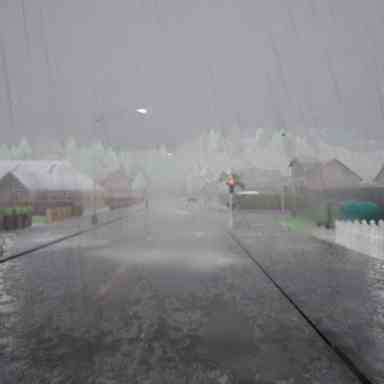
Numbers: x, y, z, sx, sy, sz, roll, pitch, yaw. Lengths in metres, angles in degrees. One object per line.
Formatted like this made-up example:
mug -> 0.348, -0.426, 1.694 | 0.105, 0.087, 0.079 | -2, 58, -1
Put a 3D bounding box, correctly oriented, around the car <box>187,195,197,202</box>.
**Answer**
car -> 0.024, 1.531, 74.794 | 1.837, 1.490, 4.892 | 0, 0, 0
